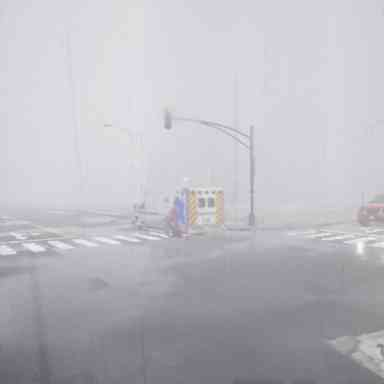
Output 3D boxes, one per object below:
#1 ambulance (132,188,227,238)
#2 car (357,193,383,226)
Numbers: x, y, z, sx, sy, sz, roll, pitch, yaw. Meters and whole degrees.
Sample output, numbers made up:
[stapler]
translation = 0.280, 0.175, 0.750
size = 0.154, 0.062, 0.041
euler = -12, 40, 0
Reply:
[ambulance]
translation = -1.055, 1.045, 17.956
size = 2.351, 2.431, 6.366
euler = 0, -1, -37
[car]
translation = 12.540, 1.062, 20.619
size = 5.566, 2.045, 2.150
euler = -1, 0, -35
